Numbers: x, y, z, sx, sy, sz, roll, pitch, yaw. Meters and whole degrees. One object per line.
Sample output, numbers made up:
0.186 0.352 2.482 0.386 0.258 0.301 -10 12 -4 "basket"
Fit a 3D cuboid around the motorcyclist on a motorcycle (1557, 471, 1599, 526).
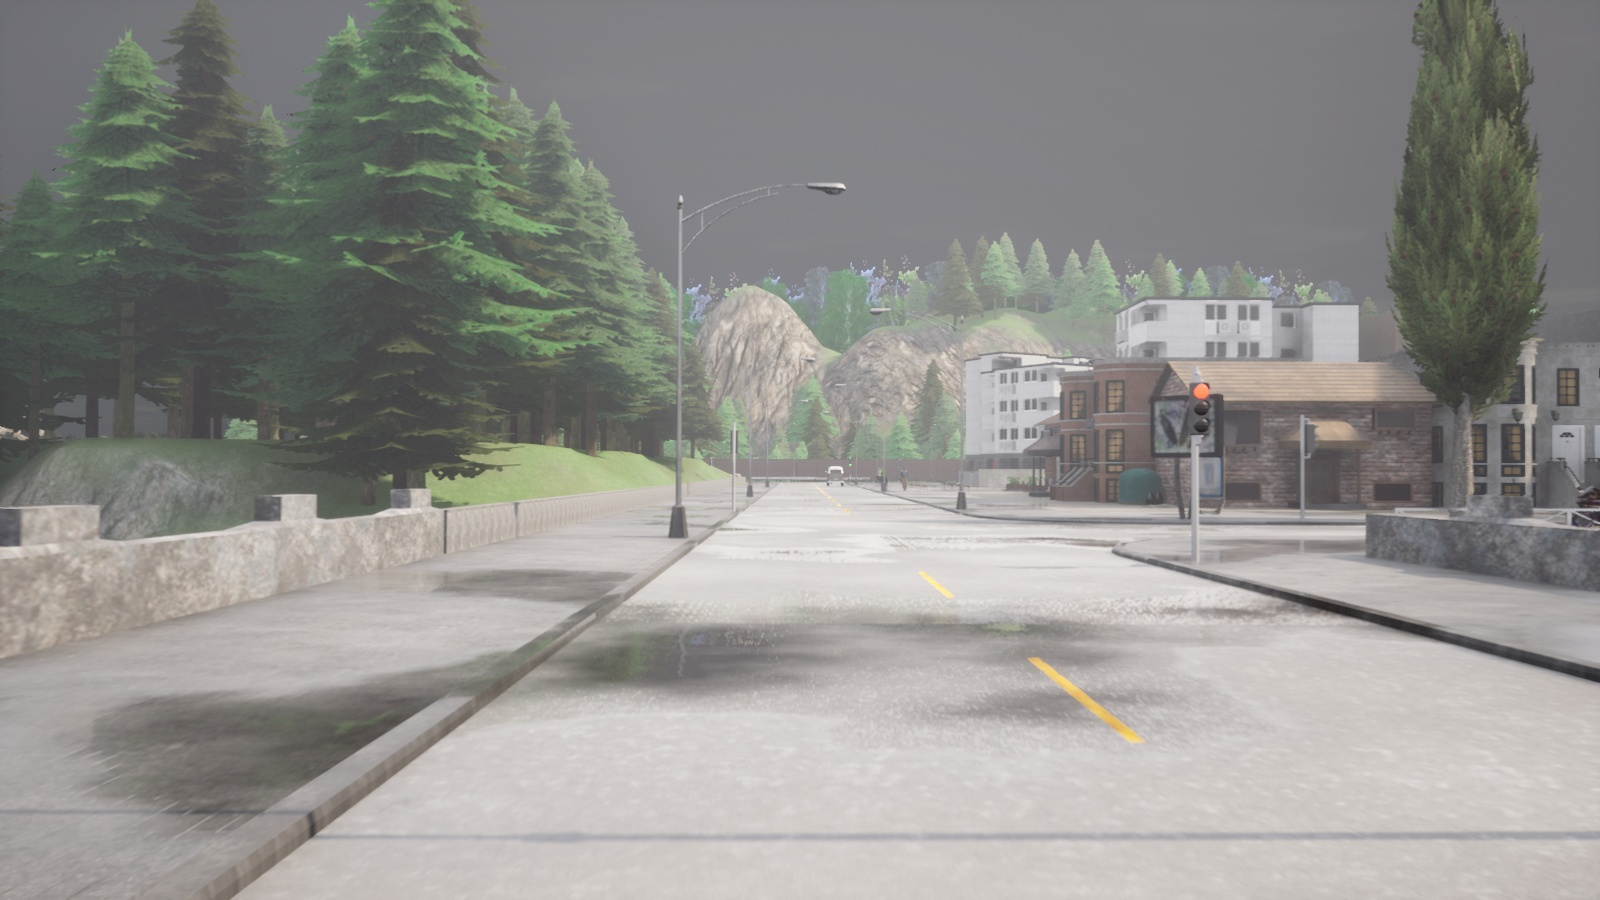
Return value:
22.816 1.354 35.592 2.191 1.530 0.866 0 -1 0 "motorcyclist on a motorcycle"
